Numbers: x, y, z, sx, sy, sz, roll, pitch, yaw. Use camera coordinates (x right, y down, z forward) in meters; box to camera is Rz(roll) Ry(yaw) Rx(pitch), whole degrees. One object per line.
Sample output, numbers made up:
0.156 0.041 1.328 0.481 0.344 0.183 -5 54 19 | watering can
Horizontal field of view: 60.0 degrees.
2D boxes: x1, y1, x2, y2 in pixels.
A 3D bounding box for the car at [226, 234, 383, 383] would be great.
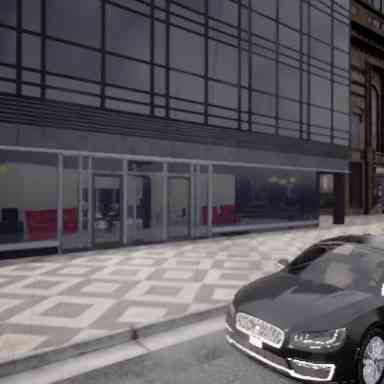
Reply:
2.722 1.506 5.318 4.892 1.490 1.837 0 0 -35 | car
